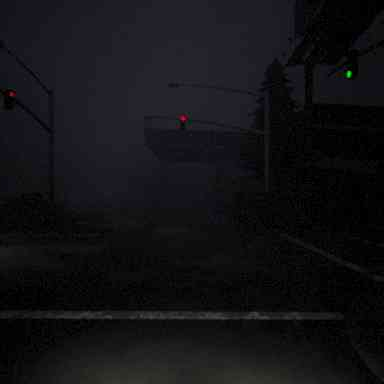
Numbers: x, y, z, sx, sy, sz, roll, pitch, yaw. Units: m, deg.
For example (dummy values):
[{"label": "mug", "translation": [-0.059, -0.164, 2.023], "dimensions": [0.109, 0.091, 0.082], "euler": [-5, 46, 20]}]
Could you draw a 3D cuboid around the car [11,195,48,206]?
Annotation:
[{"label": "car", "translation": [-24.067, 1.260, 49.337], "dimensions": [4.514, 1.523, 2.007], "euler": [0, 0, -1]}]

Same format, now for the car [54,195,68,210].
[{"label": "car", "translation": [-16.215, 1.332, 36.971], "dimensions": [3.806, 1.475, 1.970], "euler": [0, 0, -1]}]

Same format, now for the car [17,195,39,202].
[{"label": "car", "translation": [-35.165, 1.329, 71.248], "dimensions": [3.806, 1.475, 1.970], "euler": [0, 0, -1]}]

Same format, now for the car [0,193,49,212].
[{"label": "car", "translation": [-16.804, 1.051, 33.642], "dimensions": [3.866, 1.878, 1.905], "euler": [0, 0, -1]}]

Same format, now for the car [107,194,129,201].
[{"label": "car", "translation": [-16.573, 1.282, 74.364], "dimensions": [4.514, 1.523, 2.007], "euler": [0, 0, -1]}]

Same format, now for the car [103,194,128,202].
[{"label": "car", "translation": [-16.499, 1.275, 71.227], "dimensions": [5.027, 1.636, 2.152], "euler": [0, 0, -1]}]

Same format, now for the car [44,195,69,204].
[{"label": "car", "translation": [-24.092, 1.274, 59.330], "dimensions": [3.633, 1.501, 1.845], "euler": [0, 0, -1]}]

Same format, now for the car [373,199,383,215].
[{"label": "car", "translation": [17.199, 1.454, 33.326], "dimensions": [2.242, 1.667, 4.611], "euler": [0, 0, -1]}]
